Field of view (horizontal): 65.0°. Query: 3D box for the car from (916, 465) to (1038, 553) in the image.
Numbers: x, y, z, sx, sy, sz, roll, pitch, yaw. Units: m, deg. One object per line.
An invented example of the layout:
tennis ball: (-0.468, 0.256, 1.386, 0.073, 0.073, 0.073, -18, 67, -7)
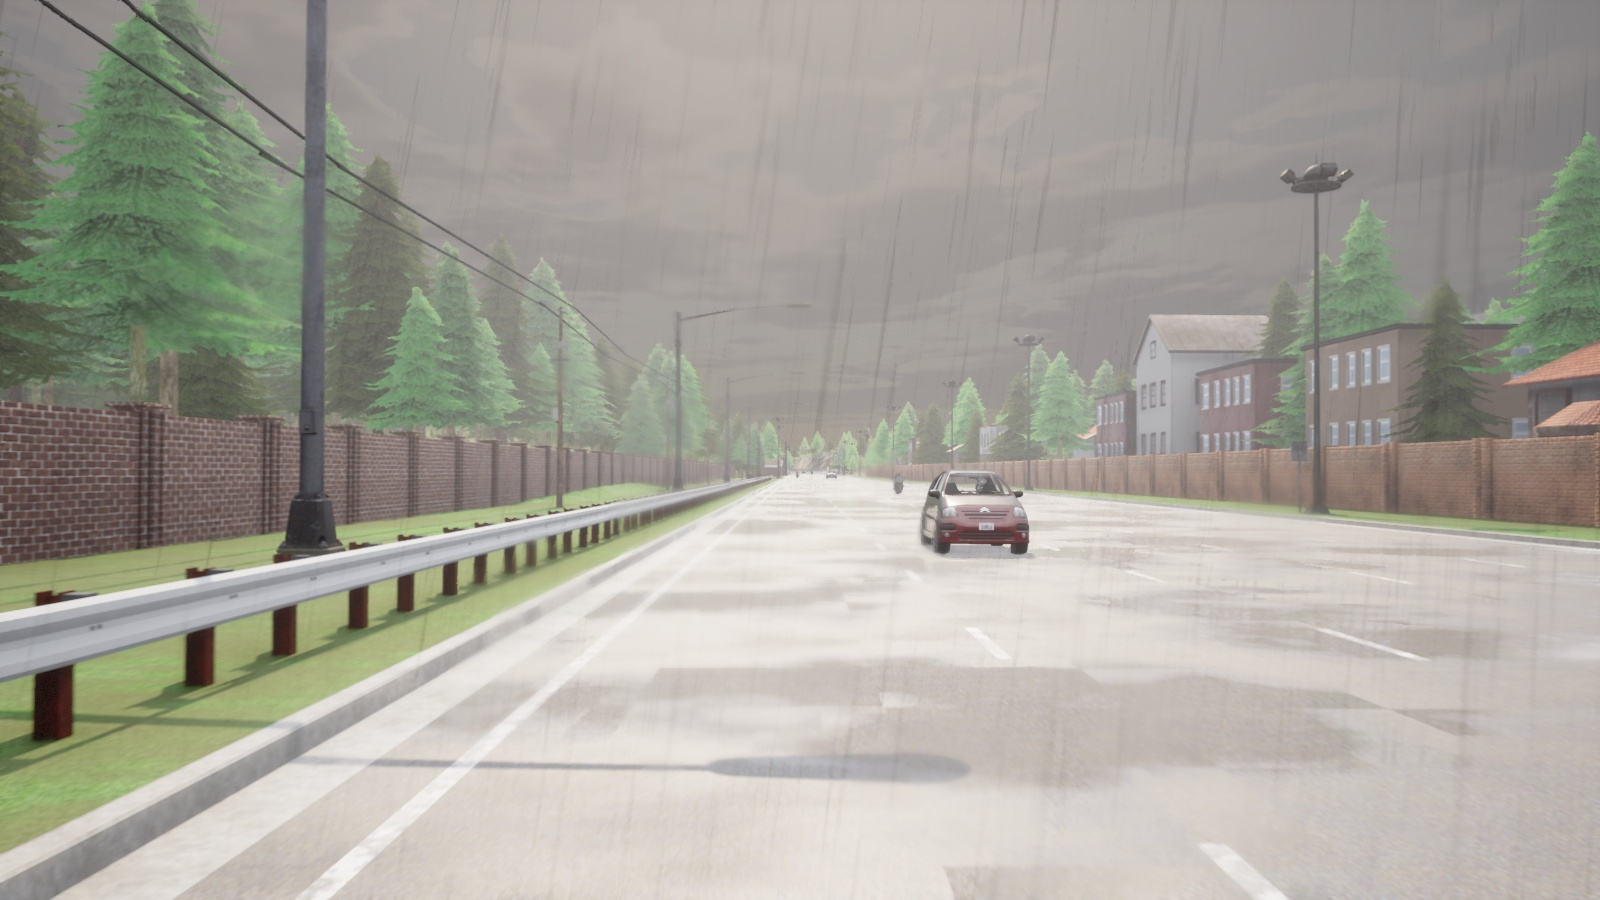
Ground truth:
car: (3.437, 1.119, 25.054, 1.851, 1.617, 3.988, 0, -1, 0)
